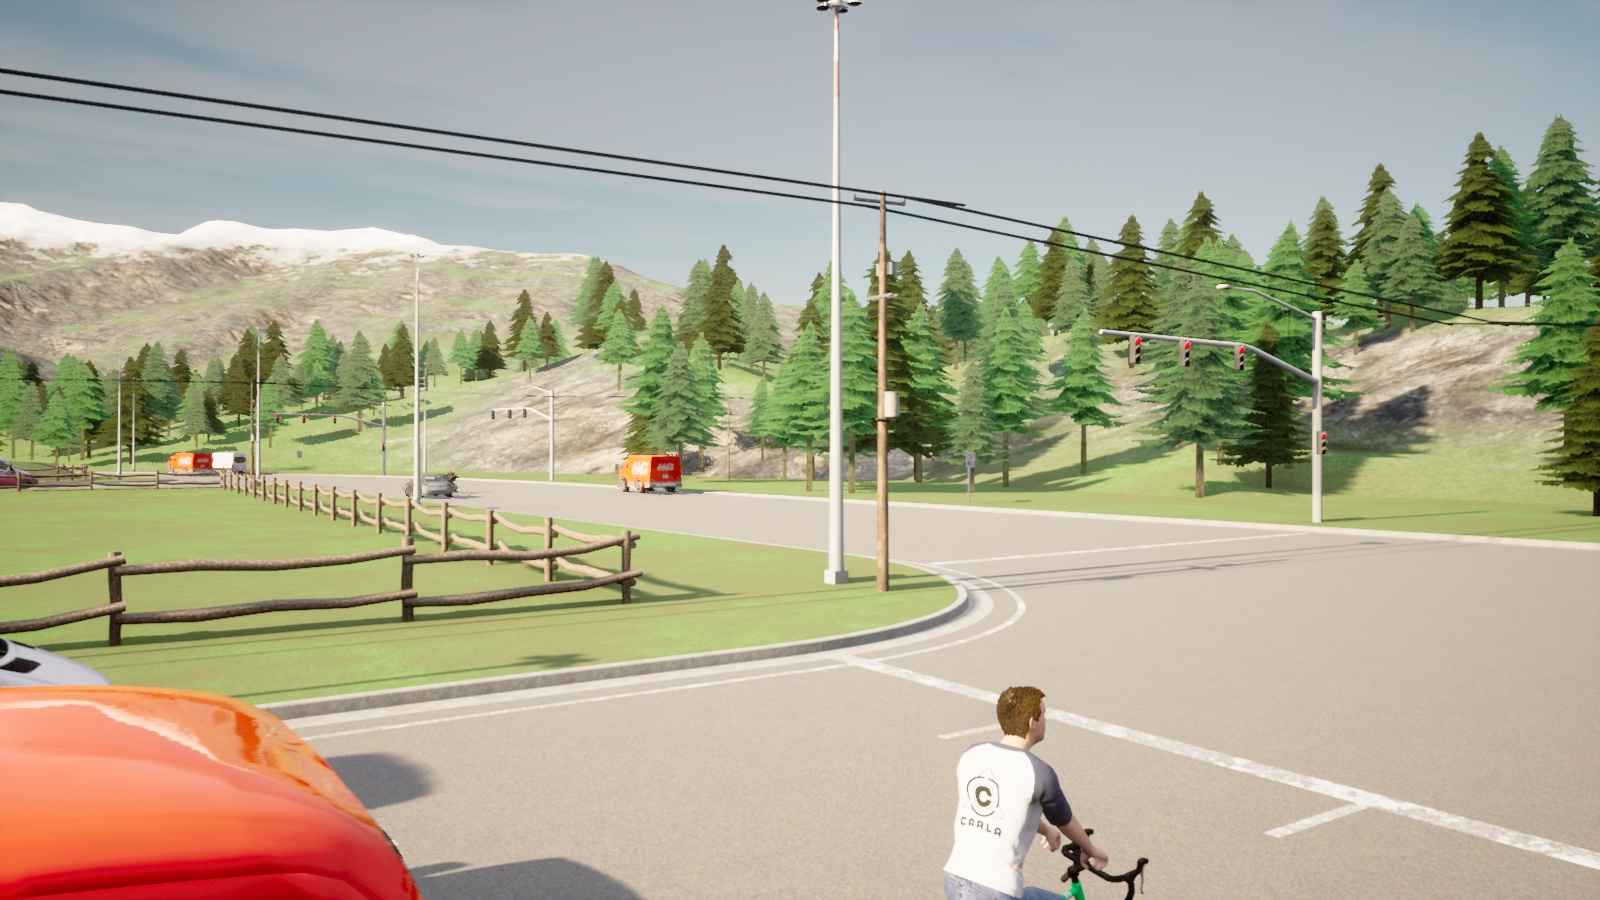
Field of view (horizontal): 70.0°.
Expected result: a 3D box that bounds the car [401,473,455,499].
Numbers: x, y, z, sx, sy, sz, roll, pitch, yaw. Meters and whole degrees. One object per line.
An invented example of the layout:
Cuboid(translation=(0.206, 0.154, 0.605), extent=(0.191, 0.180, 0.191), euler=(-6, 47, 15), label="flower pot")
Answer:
Cuboid(translation=(-22.135, 2.127, 67.898), extent=(1.994, 1.385, 4.181), euler=(0, 0, -35), label="car")

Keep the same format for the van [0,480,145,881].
Cuboid(translation=(-7.540, 1.534, 7.045), extent=(5.915, 2.561, 1.988), euler=(0, 0, -35), label="van")

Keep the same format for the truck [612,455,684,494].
Cuboid(translation=(-10.008, 1.580, 74.977), extent=(2.627, 2.467, 5.204), euler=(0, 0, -35), label="truck")

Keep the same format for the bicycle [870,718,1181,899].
Cuboid(translation=(1.022, 2.058, 4.927), extent=(1.643, 1.496, 0.373), euler=(1, 0, -40), label="bicycle")

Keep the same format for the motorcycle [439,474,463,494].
Cuboid(translation=(-23.042, 2.215, 75.366), extent=(0.867, 1.251, 2.209), euler=(0, 0, -35), label="motorcycle")

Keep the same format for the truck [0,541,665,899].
Cuboid(translation=(-3.132, 1.568, 1.672), extent=(5.204, 2.467, 2.627), euler=(0, 0, -34), label="truck")

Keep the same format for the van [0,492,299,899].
Cuboid(translation=(-5.287, 1.534, 4.349), extent=(5.915, 2.561, 1.988), euler=(0, 0, -35), label="van")
